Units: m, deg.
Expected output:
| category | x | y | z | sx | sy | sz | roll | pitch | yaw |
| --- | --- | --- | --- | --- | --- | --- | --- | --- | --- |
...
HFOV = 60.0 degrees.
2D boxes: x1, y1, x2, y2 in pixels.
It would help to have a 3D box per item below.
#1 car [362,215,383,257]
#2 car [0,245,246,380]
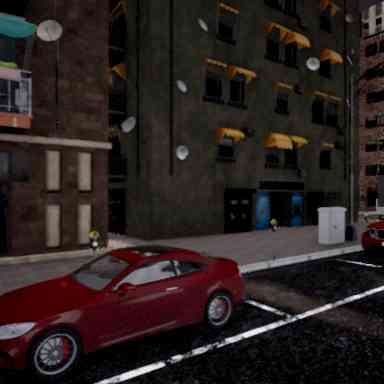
| category | x | y | z | sx | sy | sz | roll | pitch | yaw |
| --- | --- | --- | --- | --- | --- | --- | --- | --- | --- |
| car | 8.167 | 1.342 | 11.915 | 5.009 | 1.841 | 2.192 | 0 | 0 | -35 |
| car | -0.948 | 1.587 | 5.424 | 4.206 | 1.307 | 1.802 | 0 | 0 | -35 |
